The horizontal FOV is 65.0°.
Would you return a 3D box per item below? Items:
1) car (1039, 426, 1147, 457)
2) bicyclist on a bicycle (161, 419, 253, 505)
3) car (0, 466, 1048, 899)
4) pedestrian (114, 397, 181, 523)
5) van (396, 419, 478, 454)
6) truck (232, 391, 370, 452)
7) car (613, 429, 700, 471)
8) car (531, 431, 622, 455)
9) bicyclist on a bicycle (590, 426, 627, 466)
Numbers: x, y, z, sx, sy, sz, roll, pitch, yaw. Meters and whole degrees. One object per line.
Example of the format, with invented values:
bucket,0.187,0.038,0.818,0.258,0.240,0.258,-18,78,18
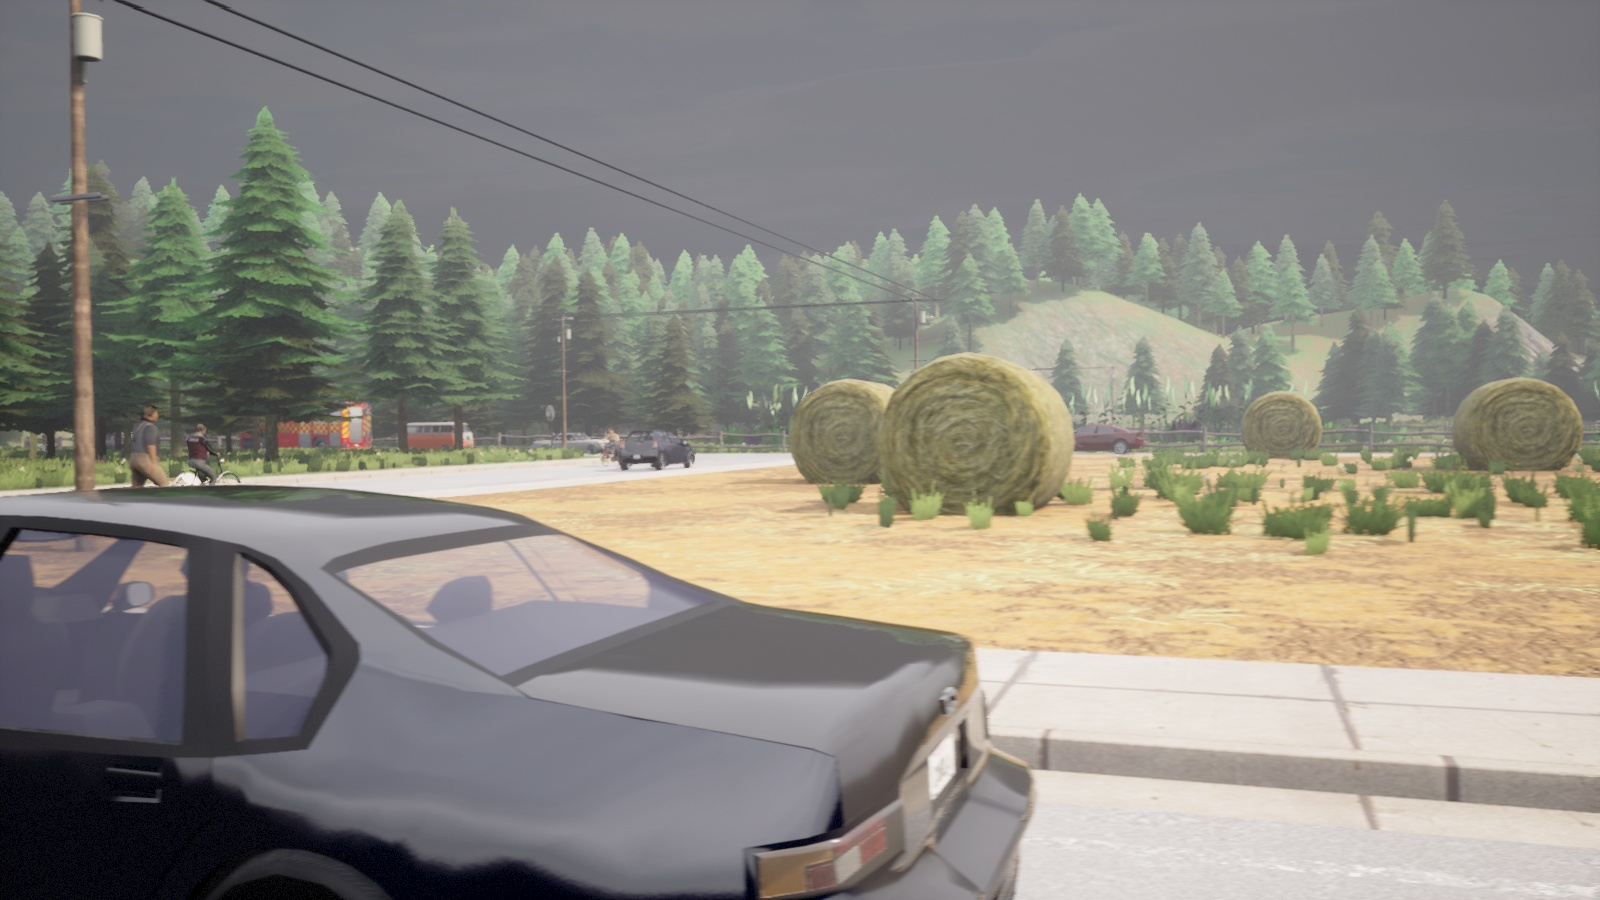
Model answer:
car,14.545,-0.420,62.378,5.008,1.535,1.882,0,1,22
bicyclist on a bicycle,-12.648,0.231,26.848,0.659,1.776,1.843,0,1,20
car,-2.079,0.803,3.885,5.357,1.411,2.033,0,1,19
pedestrian,-9.790,0.146,18.850,0.540,1.848,0.694,1,1,32
van,-21.170,-0.799,73.247,4.442,1.987,1.775,0,1,22
truck,-32.269,-1.844,81.180,8.468,3.827,2.891,0,1,21
car,-5.355,-0.030,47.361,1.845,1.501,3.633,0,1,20
car,-12.419,-0.397,69.707,4.718,1.301,1.895,0,1,23
bicyclist on a bicycle,-7.761,-0.175,51.053,0.866,1.612,1.509,0,1,19
